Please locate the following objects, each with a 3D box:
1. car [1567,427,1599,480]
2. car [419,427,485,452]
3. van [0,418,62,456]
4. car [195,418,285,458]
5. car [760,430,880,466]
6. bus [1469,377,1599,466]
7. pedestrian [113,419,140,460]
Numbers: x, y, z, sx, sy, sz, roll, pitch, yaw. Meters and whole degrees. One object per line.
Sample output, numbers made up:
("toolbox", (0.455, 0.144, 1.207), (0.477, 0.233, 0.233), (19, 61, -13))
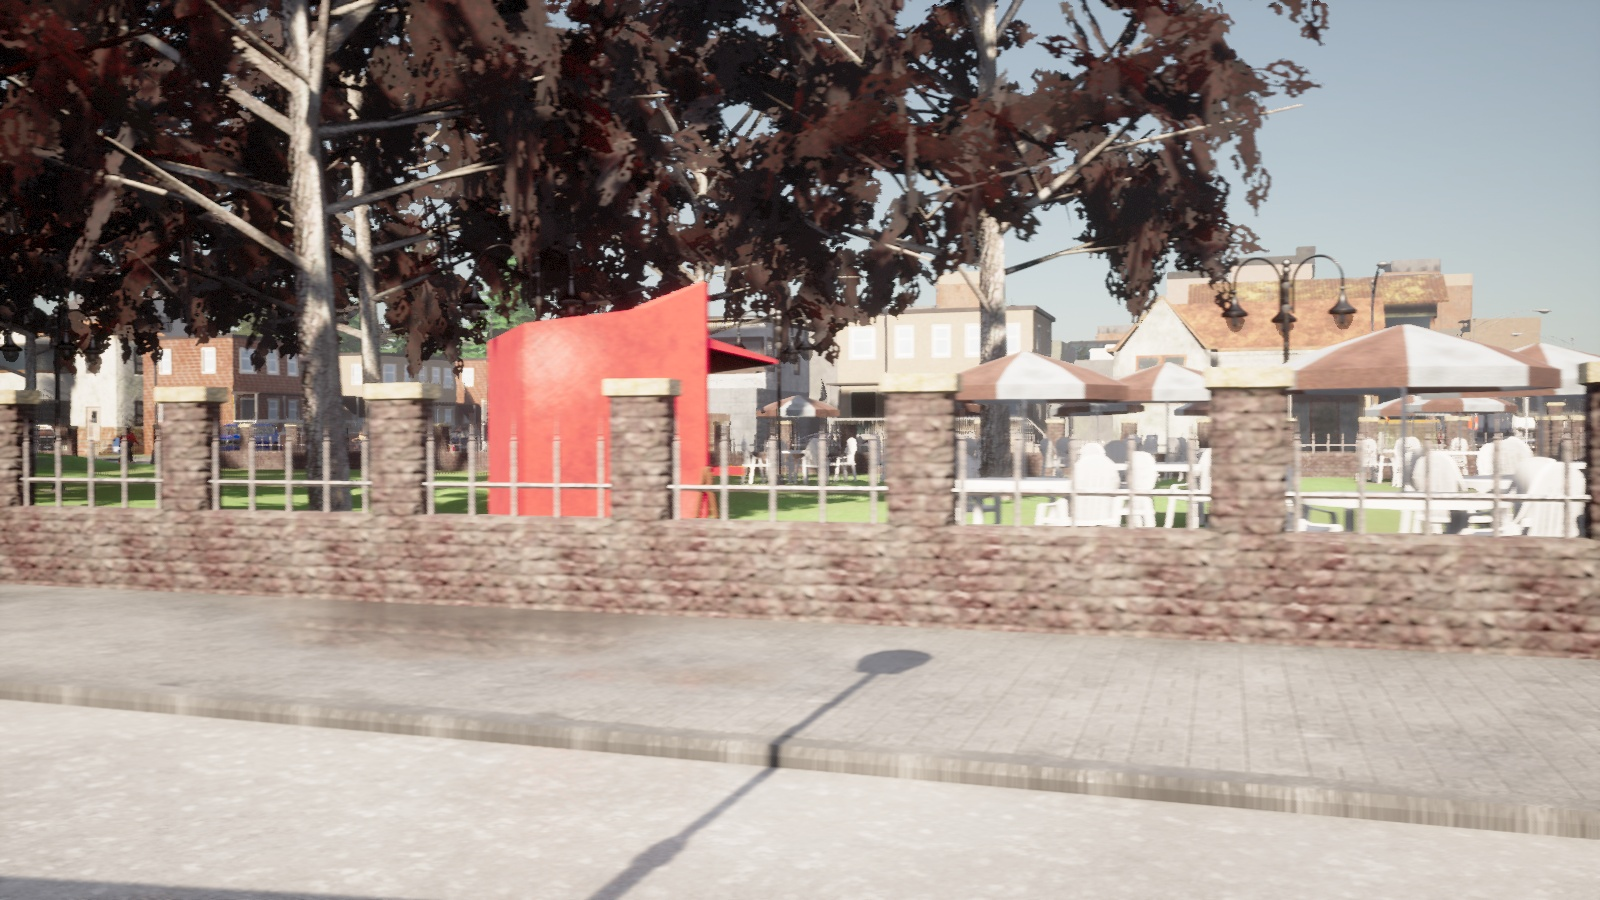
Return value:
("car", (28.814, 0.115, 42.362), (4.553, 1.767, 2.097), (0, 1, 8))
("car", (-24.036, -0.725, 86.862), (2.033, 1.649, 4.856), (1, 1, 19))
("van", (-44.070, -0.746, 70.587), (4.480, 2.038, 2.069), (1, 1, 19))
("car", (-29.751, -0.638, 66.921), (2.150, 2.045, 5.566), (0, 1, 1))
("car", (0.896, -0.101, 55.393), (4.902, 1.511, 2.128), (1, 1, 19))
("bus", (38.107, -1.458, 65.627), (3.944, 4.253, 10.273), (1, 1, 19))
("pedestrian", (-30.094, -0.476, 56.123), (0.899, 1.844, 0.634), (1, 1, 19))
